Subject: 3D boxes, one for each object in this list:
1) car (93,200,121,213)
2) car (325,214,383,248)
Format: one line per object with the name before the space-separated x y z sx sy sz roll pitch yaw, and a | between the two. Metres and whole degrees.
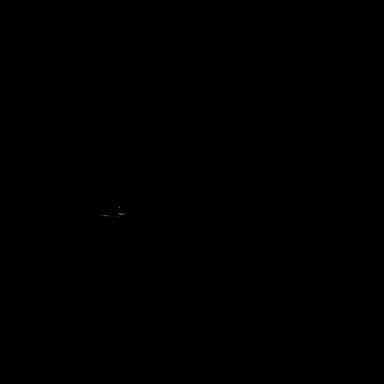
car | -9.855 1.667 38.198 1.837 1.490 4.892 0 0 -35
car | 8.005 1.571 12.915 2.033 1.411 5.357 0 0 -35
